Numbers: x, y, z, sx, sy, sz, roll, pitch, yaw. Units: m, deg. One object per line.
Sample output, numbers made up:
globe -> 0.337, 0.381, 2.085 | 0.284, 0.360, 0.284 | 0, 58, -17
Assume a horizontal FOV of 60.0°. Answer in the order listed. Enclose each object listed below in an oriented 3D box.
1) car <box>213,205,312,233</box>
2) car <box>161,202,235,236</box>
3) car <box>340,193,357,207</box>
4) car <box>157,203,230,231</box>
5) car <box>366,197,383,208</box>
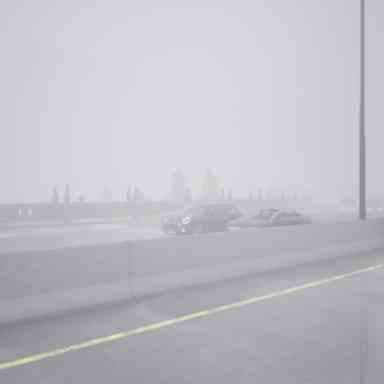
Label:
car -> 3.647, 1.502, 15.477 | 4.902, 1.511, 2.128 | 0, 0, -38
car -> 0.710, 1.362, 17.626 | 4.553, 1.767, 2.097 | 0, 0, -38
car -> 25.402, 1.265, 53.910 | 2.150, 2.045, 5.566 | 0, 0, 25
car -> 0.189, 1.537, 21.630 | 4.674, 1.442, 1.812 | 0, 0, -39
car -> 27.450, 1.551, 50.215 | 1.837, 1.490, 4.892 | 0, 0, 26
